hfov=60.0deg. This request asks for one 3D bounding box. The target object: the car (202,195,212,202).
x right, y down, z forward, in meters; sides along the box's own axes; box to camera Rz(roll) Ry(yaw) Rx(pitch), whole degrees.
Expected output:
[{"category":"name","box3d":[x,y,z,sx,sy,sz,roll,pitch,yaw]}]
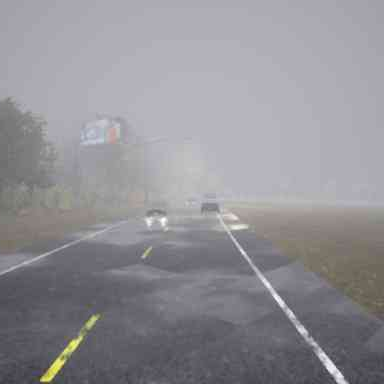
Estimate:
[{"category":"car","box3d":[3.108,1.356,69.311,1.812,1.442,4.674,0,0,5]}]

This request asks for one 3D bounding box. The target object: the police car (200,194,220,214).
[{"category":"police car","box3d":[1.862,1.317,34.564,1.930,1.638,5.238,0,0,3]}]

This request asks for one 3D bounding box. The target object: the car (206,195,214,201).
[{"category":"car","box3d":[4.684,1.421,85.117,1.882,1.535,5.008,0,0,6]}]

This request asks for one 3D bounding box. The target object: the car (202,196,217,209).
[{"category":"car","box3d":[2.371,1.372,44.408,1.882,1.535,5.008,0,0,3]}]

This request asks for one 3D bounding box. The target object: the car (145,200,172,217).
[{"category":"car","box3d":[-2.949,1.444,30.572,2.033,1.411,5.357,0,0,2]}]

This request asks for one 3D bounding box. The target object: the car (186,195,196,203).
[{"category":"car","box3d":[-0.142,1.477,71.766,1.882,1.535,5.008,0,0,5]}]
